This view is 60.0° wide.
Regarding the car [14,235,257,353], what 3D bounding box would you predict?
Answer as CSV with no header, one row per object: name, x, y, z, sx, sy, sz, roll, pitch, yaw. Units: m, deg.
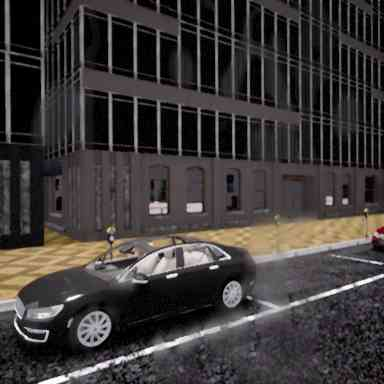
car,-0.739,1.529,6.034,4.403,1.369,2.008,-1,0,-36

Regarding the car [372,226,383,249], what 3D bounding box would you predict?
car,8.527,1.473,12.647,4.206,1.307,1.802,-1,0,-36
